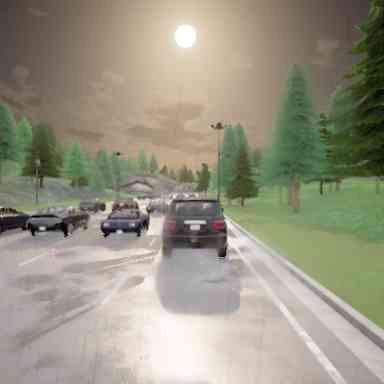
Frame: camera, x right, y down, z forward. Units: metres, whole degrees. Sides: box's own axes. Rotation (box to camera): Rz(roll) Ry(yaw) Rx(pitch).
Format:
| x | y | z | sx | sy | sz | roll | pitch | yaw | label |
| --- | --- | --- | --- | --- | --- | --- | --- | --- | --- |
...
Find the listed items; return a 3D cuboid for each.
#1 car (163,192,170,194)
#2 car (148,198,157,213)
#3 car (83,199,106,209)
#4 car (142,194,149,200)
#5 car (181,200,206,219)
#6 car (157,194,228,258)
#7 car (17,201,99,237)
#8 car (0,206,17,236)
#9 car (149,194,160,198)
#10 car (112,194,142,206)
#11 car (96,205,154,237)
| x | y | z | sx | sy | sz | roll | pitch | yaw | label |
| --- | --- | --- | --- | --- | --- | --- | --- | --- | --- |
| -6.983 | 1.073 | 93.056 | 2.150 | 2.045 | 5.566 | 0 | 0 | 0 | car |
| -3.395 | 1.549 | 33.437 | 1.895 | 1.301 | 4.718 | 0 | 0 | 0 | car |
| -10.394 | 1.437 | 35.005 | 2.128 | 1.511 | 4.902 | 0 | 0 | 0 | car |
| -13.983 | 1.375 | 92.194 | 2.128 | 1.511 | 4.902 | 0 | 0 | 0 | car |
| 0.104 | 1.501 | 29.653 | 2.033 | 1.411 | 5.357 | 0 | 0 | 0 | car |
| 0.098 | 1.196 | 12.817 | 2.150 | 2.045 | 5.566 | 0 | -1 | 0 | car |
| -6.899 | 1.464 | 17.768 | 2.128 | 1.511 | 4.902 | 0 | 0 | 0 | car |
| -10.398 | 1.477 | 17.727 | 1.837 | 1.490 | 4.892 | 0 | 0 | 0 | car |
| -10.483 | 1.326 | 93.027 | 1.882 | 1.535 | 5.008 | 0 | 0 | 0 | car |
| -6.895 | 1.298 | 34.740 | 2.097 | 1.767 | 4.553 | 0 | 0 | 0 | car |
| -3.398 | 1.573 | 17.863 | 1.895 | 1.301 | 4.718 | 0 | 0 | 0 | car |
